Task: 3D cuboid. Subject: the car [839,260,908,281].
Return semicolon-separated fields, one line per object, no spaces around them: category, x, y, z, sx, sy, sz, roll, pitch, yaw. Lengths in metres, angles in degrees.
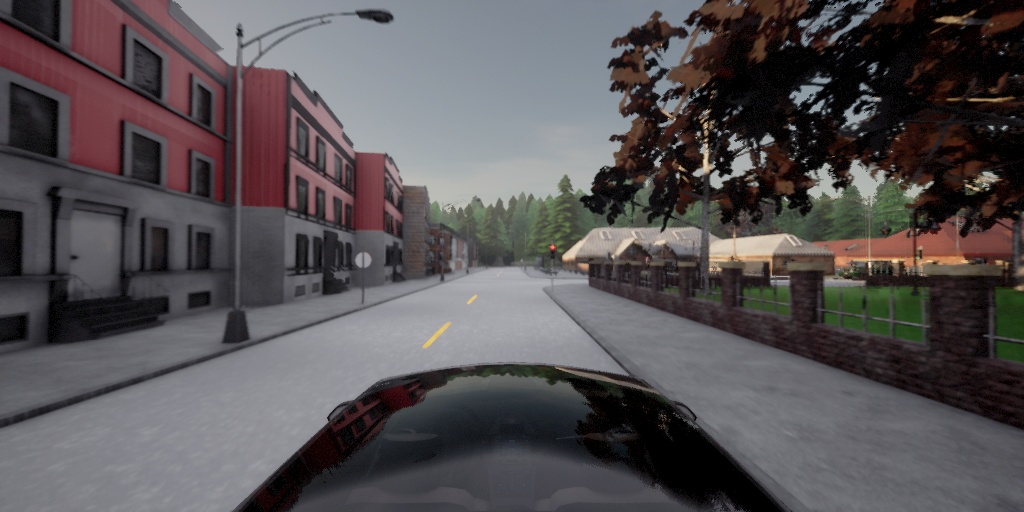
car;36.870;1.448;36.631;5.566;2.045;2.150;0;-1;0
